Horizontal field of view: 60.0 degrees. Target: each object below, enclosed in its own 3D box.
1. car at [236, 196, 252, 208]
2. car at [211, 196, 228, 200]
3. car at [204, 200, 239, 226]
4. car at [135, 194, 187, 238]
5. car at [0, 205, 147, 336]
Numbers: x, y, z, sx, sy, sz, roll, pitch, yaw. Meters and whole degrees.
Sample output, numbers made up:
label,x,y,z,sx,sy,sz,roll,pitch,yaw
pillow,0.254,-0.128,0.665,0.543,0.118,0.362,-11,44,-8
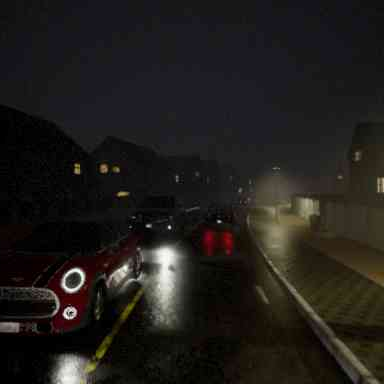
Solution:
label,x,y,z,sx,sy,sz,roll,pitch,yaw
car,6.639,1.256,43.006,2.033,1.411,5.357,0,1,16
car,3.481,1.253,42.790,2.033,1.411,5.357,0,1,16
car,2.014,1.497,22.602,1.895,1.301,4.718,0,1,9
car,-1.611,1.153,17.755,2.150,2.045,5.566,0,0,7
car,-2.496,1.337,7.010,2.097,1.767,4.553,0,0,3
